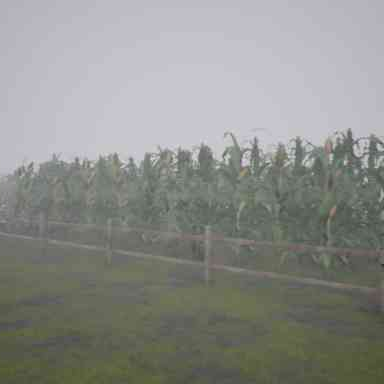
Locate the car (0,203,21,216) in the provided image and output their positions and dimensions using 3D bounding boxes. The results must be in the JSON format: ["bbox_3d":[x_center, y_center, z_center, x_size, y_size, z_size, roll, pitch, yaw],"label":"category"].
[{"bbox_3d":[-16.082,1.661,29.752,1.994,1.385,4.181,-1,-1,36],"label":"car"}]
